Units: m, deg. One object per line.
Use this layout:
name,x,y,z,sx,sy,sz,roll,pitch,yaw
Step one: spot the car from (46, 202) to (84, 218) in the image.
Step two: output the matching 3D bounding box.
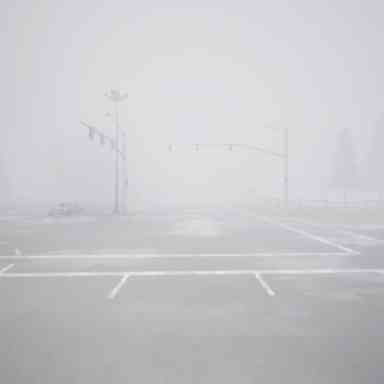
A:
car,-11.475,1.592,30.360,1.895,1.301,4.718,0,0,0

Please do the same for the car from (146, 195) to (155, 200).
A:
car,-11.066,1.461,88.699,2.033,1.411,5.357,0,0,2

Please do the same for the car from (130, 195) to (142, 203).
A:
car,-11.441,1.465,68.228,2.128,1.511,4.902,0,0,0
